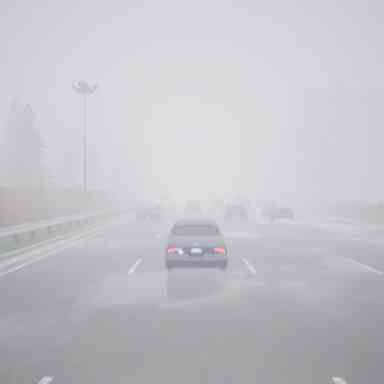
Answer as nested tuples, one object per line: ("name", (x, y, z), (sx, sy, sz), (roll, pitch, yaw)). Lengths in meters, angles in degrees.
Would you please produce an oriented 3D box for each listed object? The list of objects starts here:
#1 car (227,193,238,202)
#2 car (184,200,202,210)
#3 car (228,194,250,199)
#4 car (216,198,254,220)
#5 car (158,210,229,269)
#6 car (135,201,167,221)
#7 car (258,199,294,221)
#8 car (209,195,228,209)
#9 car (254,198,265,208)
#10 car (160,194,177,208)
("car", (10.251, 1.407, 85.075), (2.150, 2.045, 5.566), (0, 0, 0))
("car", (0.076, 1.625, 36.394), (2.033, 1.411, 5.357), (0, 0, 0))
("car", (7.018, 1.326, 47.892), (2.150, 2.045, 5.566), (0, 0, 0))
("car", (3.605, 1.552, 28.766), (2.128, 1.511, 4.902), (0, 0, 0))
("car", (0.114, 1.572, 11.131), (2.033, 1.411, 5.357), (0, 0, 0))
("car", (-3.388, 1.660, 27.465), (1.895, 1.301, 4.718), (0, 0, 0))
("car", (7.109, 1.585, 27.716), (1.812, 1.442, 4.674), (0, 0, 0))
("car", (3.520, 1.453, 47.683), (2.097, 1.767, 4.553), (0, 0, 0))
("car", (10.407, 1.602, 51.397), (2.128, 1.511, 4.902), (0, 0, 0))
("car", (-3.481, 1.324, 48.842), (2.150, 2.045, 5.566), (0, 0, 0))
